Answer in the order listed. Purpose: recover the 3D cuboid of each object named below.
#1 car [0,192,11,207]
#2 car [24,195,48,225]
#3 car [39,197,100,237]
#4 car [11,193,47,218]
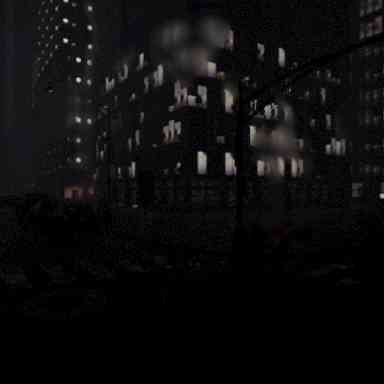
[{"bbox_3d":[-21.733,1.046,39.646,1.947,1.339,4.313,1,0,-34],"label":"car"},{"bbox_3d":[-9.257,1.182,21.393,1.967,1.590,4.097,1,0,-34],"label":"car"},{"bbox_3d":[-6.139,1.248,16.829,1.967,1.590,4.097,1,0,-34],"label":"car"},{"bbox_3d":[-12.374,0.992,25.955,2.192,1.841,5.009,1,0,-34],"label":"car"}]
